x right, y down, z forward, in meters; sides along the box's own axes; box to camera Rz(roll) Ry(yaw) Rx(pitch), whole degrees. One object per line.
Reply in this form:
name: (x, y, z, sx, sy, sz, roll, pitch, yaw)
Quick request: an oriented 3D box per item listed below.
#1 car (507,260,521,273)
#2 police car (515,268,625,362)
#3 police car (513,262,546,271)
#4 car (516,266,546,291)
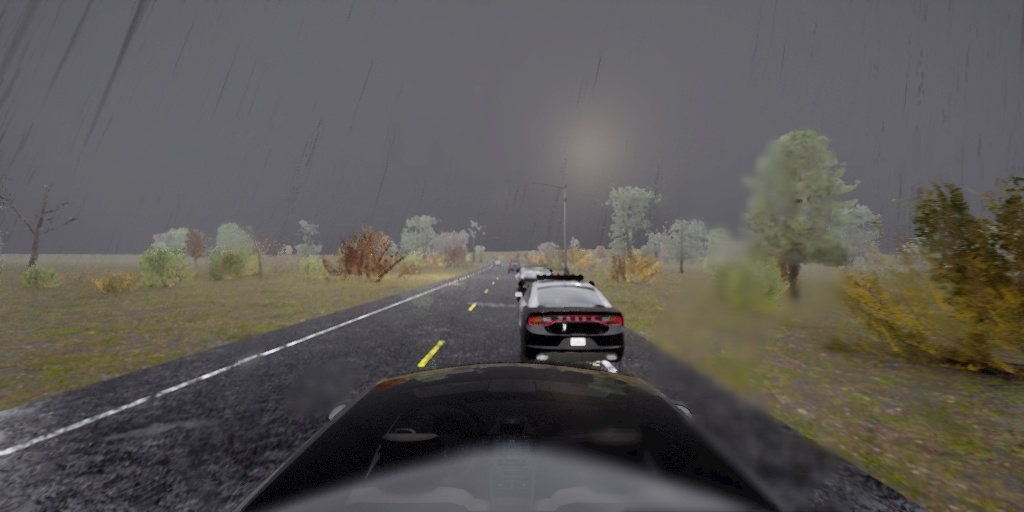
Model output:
car: (0.422, 1.662, 51.569, 1.837, 1.490, 4.892, 0, 0, 1)
police car: (1.109, 1.236, 8.497, 1.930, 1.638, 5.238, 0, -1, 0)
police car: (1.179, 1.324, 18.498, 1.930, 1.638, 5.238, 0, 0, 0)
car: (1.221, 1.474, 24.388, 1.812, 1.442, 4.674, 0, 0, 0)
